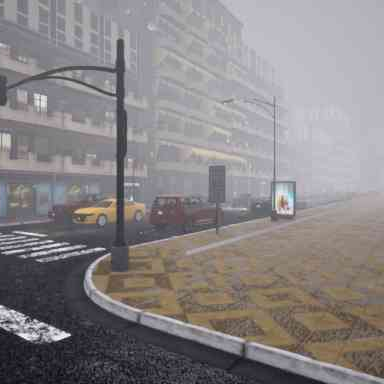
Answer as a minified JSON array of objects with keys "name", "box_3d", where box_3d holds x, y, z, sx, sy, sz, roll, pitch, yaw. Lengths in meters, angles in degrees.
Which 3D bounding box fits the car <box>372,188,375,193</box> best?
[{"name":"car","box_3d":[37.974,-0.012,72.285,1.887,1.381,4.507,1,2,35]}]

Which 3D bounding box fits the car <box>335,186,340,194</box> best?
[{"name":"car","box_3d":[34.238,-0.239,81.565,1.967,1.590,4.097,2,2,35]}]

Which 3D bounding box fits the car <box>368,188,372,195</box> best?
[{"name":"car","box_3d":[34.798,0.096,67.737,1.887,1.381,4.507,1,2,35]}]

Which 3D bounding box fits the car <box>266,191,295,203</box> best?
[{"name":"car","box_3d":[12.121,0.631,45.318,2.128,1.511,4.902,0,1,35]}]

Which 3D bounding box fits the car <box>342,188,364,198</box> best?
[{"name":"car","box_3d":[28.445,0.309,58.643,1.887,1.381,4.507,1,2,35]}]

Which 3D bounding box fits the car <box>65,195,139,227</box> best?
[{"name":"car","box_3d":[-5.016,1.180,20.867,1.882,1.535,5.008,0,1,34]}]

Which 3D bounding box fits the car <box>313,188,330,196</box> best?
[{"name":"car","box_3d":[27.885,-0.025,72.471,1.967,1.590,4.097,2,2,35]}]

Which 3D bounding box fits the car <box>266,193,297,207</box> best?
[{"name":"car","box_3d":[9.957,0.868,36.722,1.994,1.385,4.181,0,1,35]}]

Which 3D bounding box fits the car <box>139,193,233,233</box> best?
[{"name":"car","box_3d":[-0.142,1.026,17.708,2.192,1.841,5.009,1,2,35]}]

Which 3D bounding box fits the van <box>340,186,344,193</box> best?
[{"name":"van","box_3d":[37.414,-0.446,86.109,1.690,1.788,3.998,2,2,35]}]

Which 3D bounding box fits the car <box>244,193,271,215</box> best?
[{"name":"car","box_3d":[6.209,1.069,26.809,1.947,1.339,4.313,1,2,35]}]

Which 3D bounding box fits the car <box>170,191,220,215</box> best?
[{"name":"car","box_3d":[0.371,0.879,28.586,2.097,1.767,4.553,0,1,35]}]

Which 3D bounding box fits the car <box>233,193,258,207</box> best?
[{"name":"car","box_3d":[6.114,0.843,36.795,1.837,1.490,4.892,0,1,35]}]

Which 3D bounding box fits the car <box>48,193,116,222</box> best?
[{"name":"car","box_3d":[-7.047,1.010,22.456,2.192,1.841,5.009,1,2,35]}]

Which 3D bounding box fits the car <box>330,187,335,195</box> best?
[{"name":"car","box_3d":[31.061,-0.027,77.022,1.887,1.381,4.507,2,2,35]}]

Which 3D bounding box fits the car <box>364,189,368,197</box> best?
[{"name":"car","box_3d":[31.622,0.098,63.187,1.967,1.590,4.097,1,2,35]}]

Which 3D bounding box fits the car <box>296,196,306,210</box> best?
[{"name":"car","box_3d":[9.386,0.965,31.358,1.947,1.339,4.313,1,2,35]}]

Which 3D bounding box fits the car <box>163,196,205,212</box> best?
[{"name":"car","box_3d":[-0.697,1.069,31.557,1.802,1.307,4.206,2,2,35]}]

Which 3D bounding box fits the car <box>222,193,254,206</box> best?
[{"name":"car","box_3d":[5.655,0.829,40.649,2.008,1.369,4.403,2,2,35]}]

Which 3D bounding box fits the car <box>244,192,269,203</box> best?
[{"name":"car","box_3d":[8.830,0.754,45.196,1.802,1.307,4.206,2,2,35]}]
